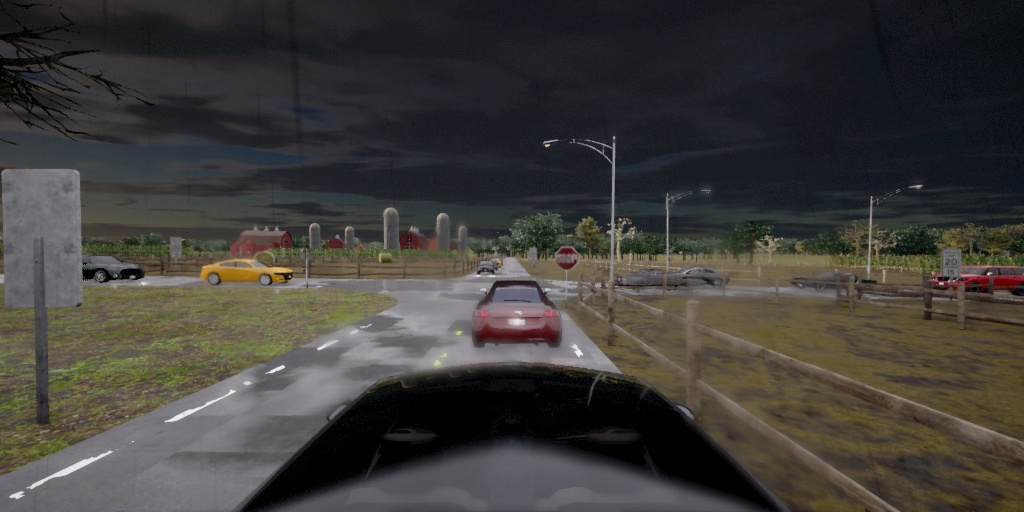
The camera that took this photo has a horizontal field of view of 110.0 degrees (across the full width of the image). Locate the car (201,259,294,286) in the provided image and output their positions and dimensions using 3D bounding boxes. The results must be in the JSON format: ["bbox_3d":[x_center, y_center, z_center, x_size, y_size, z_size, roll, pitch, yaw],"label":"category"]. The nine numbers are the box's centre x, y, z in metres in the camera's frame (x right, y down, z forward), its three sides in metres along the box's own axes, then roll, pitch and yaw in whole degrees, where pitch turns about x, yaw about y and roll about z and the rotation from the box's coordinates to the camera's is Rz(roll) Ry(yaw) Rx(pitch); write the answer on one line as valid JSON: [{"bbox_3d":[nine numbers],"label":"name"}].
[{"bbox_3d":[-16.326,0.979,22.302,5.008,1.535,1.882,1,1,0],"label":"car"}]

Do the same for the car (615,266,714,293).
[{"bbox_3d":[9.251,1.516,22.457,5.357,1.411,2.033,1,1,0],"label":"car"}]

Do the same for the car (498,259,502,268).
[{"bbox_3d":[-2.835,1.195,49.010,2.128,1.511,4.902,0,0,0],"label":"car"}]

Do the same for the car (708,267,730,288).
[{"bbox_3d":[12.755,1.486,25.420,4.902,1.511,2.128,1,1,0],"label":"car"}]

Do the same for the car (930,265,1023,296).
[{"bbox_3d":[33.350,1.684,25.530,5.566,2.045,2.150,1,1,0],"label":"car"}]

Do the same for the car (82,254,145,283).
[{"bbox_3d":[-25.795,0.700,22.248,4.553,1.767,2.097,1,1,0],"label":"car"}]

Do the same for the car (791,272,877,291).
[{"bbox_3d":[22.719,1.811,25.480,4.718,1.301,1.895,1,1,0],"label":"car"}]

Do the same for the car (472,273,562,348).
[{"bbox_3d":[0.099,1.311,9.267,1.994,1.385,4.181,0,0,0],"label":"car"}]

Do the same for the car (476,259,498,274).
[{"bbox_3d":[-2.801,1.224,39.631,1.837,1.490,4.892,0,0,-1],"label":"car"}]
